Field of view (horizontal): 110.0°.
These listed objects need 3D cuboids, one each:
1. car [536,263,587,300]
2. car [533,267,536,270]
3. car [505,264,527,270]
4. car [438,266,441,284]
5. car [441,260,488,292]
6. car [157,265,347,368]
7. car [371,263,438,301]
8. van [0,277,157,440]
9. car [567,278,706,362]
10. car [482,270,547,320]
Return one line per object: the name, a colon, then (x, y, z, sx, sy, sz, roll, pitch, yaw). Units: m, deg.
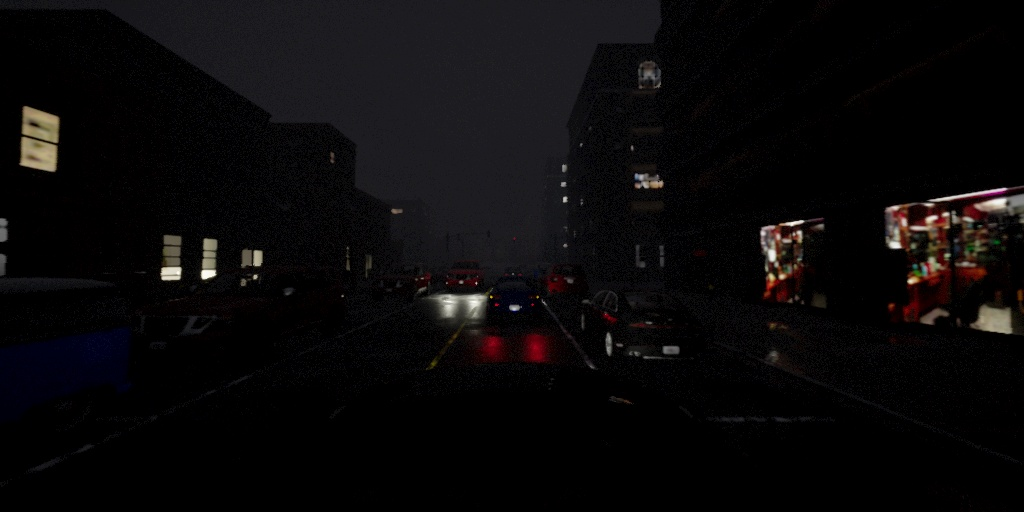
car: (2.689, 1.293, 19.066, 2.192, 1.841, 5.009, 0, 0, 0)
car: (2.689, 1.488, 24.473, 1.967, 1.591, 4.097, 0, 0, 0)
car: (0.092, 1.717, 33.733, 2.033, 1.411, 5.357, 0, -1, 0)
car: (-5.693, 1.559, 29.887, 1.967, 1.591, 4.097, 0, 0, 0)
car: (-3.102, 1.272, 24.687, 2.150, 2.045, 5.566, 0, -1, 0)
car: (-5.690, 1.151, 8.259, 2.192, 1.841, 5.009, 0, 0, 0)
car: (-5.691, 1.292, 19.073, 2.192, 1.841, 5.009, 0, 0, 0)
van: (-5.689, 1.106, 2.852, 1.690, 1.789, 3.998, 0, 0, 0)
car: (2.691, 1.387, 8.253, 2.007, 1.370, 4.403, 0, 0, 0)
car: (0.086, 1.427, 13.265, 1.812, 1.442, 4.674, 0, 0, 0)
